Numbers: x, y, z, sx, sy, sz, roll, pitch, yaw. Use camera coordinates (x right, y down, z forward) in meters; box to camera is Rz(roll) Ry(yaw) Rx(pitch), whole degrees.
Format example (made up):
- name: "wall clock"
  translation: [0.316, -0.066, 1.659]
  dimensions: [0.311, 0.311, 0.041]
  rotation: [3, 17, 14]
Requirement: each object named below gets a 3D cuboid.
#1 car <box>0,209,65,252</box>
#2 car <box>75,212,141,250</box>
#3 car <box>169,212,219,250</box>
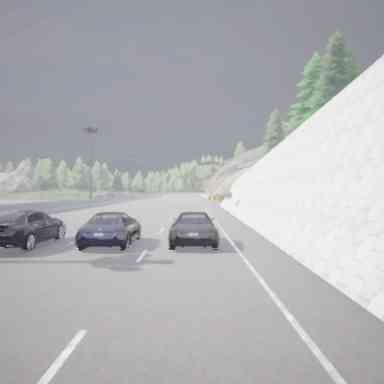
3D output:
- name: "car"
  translation: [-6.928, 1.486, 13.843]
  dimensions: [1.837, 1.490, 4.892]
  rotation: [0, 1, 0]
- name: "car"
  translation: [-3.425, 1.543, 14.274]
  dimensions: [1.994, 1.385, 4.181]
  rotation: [0, 0, 0]
- name: "car"
  translation: [0.073, 1.543, 14.334]
  dimensions: [1.994, 1.385, 4.181]
  rotation: [0, 0, 0]
